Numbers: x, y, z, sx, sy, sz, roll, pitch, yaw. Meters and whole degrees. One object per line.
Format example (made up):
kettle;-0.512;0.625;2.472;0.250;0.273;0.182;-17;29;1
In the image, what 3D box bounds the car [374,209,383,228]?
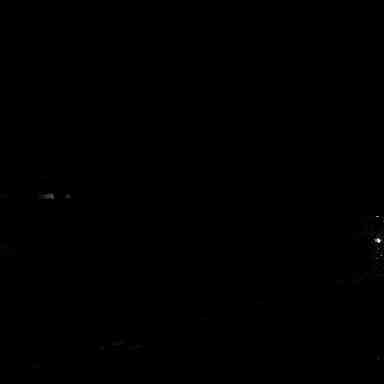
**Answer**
car;13.597;1.518;21.367;4.902;1.511;2.128;0;0;-35
